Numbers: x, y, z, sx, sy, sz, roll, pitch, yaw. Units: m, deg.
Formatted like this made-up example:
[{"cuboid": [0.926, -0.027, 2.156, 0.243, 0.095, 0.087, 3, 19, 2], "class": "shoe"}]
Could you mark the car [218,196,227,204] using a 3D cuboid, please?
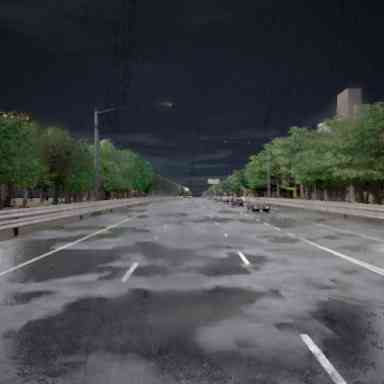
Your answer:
[{"cuboid": [7.194, 1.840, 71.576, 1.895, 1.301, 4.718, 0, -1, 0], "class": "car"}]

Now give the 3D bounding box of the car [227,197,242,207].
[{"cuboid": [7.095, 1.590, 53.055, 1.837, 1.490, 4.892, 0, 0, 0], "class": "car"}]

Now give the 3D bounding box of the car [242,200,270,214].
[{"cuboid": [7.037, 1.621, 35.954, 1.895, 1.301, 4.718, 0, 0, 0], "class": "car"}]

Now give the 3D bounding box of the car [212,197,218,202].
[{"cuboid": [7.333, 2.010, 90.493, 2.128, 1.511, 4.902, 0, -1, 1], "class": "car"}]
